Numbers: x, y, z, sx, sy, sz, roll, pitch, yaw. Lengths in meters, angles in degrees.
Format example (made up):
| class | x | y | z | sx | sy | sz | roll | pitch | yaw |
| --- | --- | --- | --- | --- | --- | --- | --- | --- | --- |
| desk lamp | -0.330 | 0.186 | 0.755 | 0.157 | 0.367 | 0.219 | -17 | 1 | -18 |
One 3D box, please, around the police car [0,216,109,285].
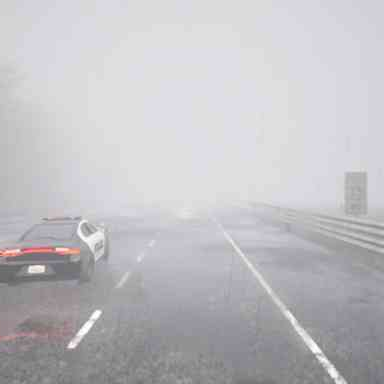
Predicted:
| class | x | y | z | sx | sy | sz | roll | pitch | yaw |
| --- | --- | --- | --- | --- | --- | --- | --- | --- | --- |
| police car | -3.616 | 1.485 | 9.609 | 2.038 | 1.542 | 4.974 | -1 | 0 | -6 |
